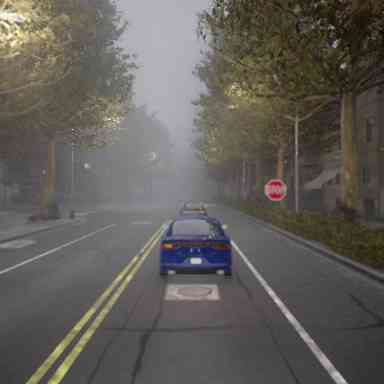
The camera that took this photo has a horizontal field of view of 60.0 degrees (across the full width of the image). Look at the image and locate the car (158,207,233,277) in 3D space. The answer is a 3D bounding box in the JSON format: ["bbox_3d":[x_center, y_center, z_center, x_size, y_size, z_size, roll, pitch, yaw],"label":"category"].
[{"bbox_3d":[0.096,1.448,10.175,1.882,1.535,5.008,0,0,0],"label":"car"}]

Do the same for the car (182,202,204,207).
[{"bbox_3d":[0.093,1.424,22.694,2.128,1.511,4.902,0,0,0],"label":"car"}]
